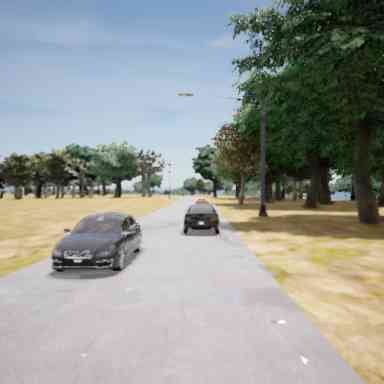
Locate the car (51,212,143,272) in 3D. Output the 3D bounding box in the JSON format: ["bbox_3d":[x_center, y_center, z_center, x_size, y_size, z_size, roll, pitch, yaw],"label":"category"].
[{"bbox_3d":[-2.808,1.466,10.784,1.837,1.490,4.892,0,0,1],"label":"car"}]

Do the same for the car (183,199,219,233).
[{"bbox_3d":[0.541,1.415,19.265,1.882,1.535,5.008,0,0,2],"label":"car"}]

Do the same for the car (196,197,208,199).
[{"bbox_3d":[1.127,1.350,38.351,1.882,1.535,5.008,0,0,2],"label":"car"}]
